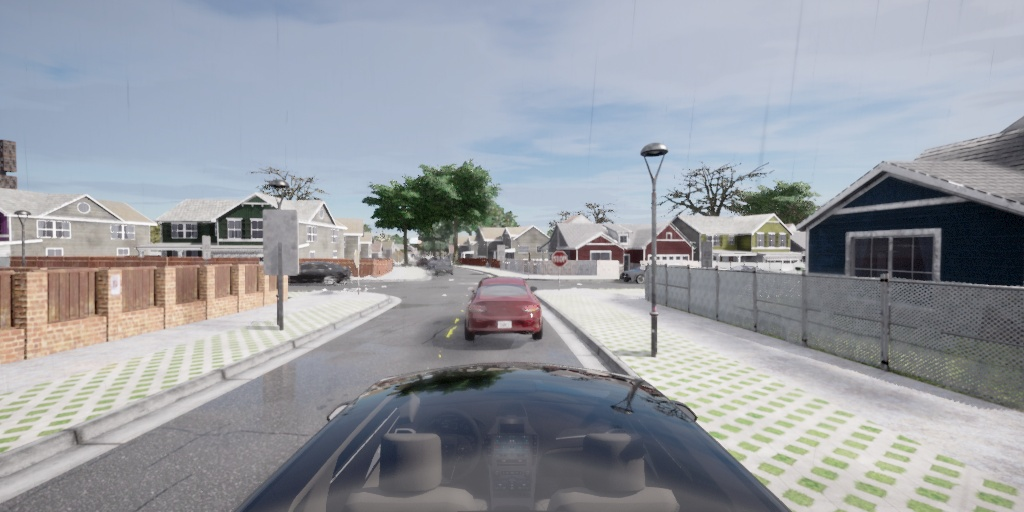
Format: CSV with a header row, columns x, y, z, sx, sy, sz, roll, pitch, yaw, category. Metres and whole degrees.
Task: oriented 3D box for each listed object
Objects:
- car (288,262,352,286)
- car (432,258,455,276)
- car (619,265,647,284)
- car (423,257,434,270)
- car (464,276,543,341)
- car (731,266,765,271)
x,y,z,sx,sy,sz,roll,pitch,yaw,category
-13.047,1.125,23.233,4.892,1.490,1.837,0,3,-11,car
-7.101,1.263,37.285,1.837,1.490,4.892,0,0,-13,car
10.672,1.424,28.344,4.181,1.385,1.994,1,1,-15,car
-11.576,1.311,53.237,2.033,1.411,5.357,0,0,-19,car
-0.252,1.273,9.816,1.812,1.442,4.674,0,0,-2,car
19.940,1.518,30.880,4.181,1.385,1.994,1,1,-17,car
